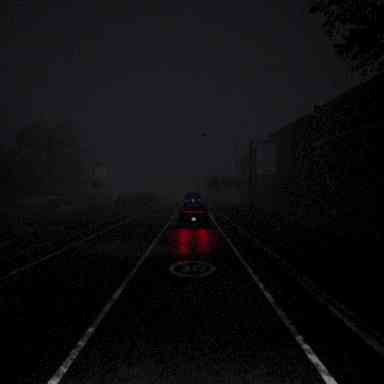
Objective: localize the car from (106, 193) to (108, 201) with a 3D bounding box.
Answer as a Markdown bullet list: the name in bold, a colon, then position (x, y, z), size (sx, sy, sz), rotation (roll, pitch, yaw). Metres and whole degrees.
- **car**: position (-21.896, 1.360, 73.576), size (5.008, 1.535, 2.097), rotation (0, 0, 0)

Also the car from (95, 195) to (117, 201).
- **car**: position (-21.907, 1.427, 84.715), size (5.008, 1.535, 2.097), rotation (0, 0, 0)

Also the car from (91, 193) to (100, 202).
- **car**: position (-21.896, 1.369, 68.004), size (4.674, 1.452, 2.002), rotation (0, 0, 0)

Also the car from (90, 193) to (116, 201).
- **car**: position (-21.881, 1.156, 81.930), size (5.566, 2.045, 2.435), rotation (0, 0, 0)

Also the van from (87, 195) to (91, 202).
- **van**: position (-22.013, 1.073, 62.433), size (4.442, 1.987, 1.878), rotation (0, 0, 0)

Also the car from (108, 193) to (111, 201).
- **car**: position (-21.875, 1.405, 76.360), size (4.792, 1.488, 2.163), rotation (0, 0, 0)

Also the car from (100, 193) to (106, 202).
- **car**: position (-21.714, 1.341, 70.789), size (5.366, 1.575, 1.946), rotation (0, 0, 0)

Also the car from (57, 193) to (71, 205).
- **car**: position (-21.908, 1.265, 51.296), size (5.008, 1.535, 2.097), rotation (0, 0, 0)

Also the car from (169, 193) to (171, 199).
- **car**: position (-8.830, 1.444, 87.719), size (5.008, 1.535, 2.097), rotation (0, 0, 0)

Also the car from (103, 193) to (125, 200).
- **car**: position (-21.891, 1.241, 92.947), size (5.566, 2.045, 2.435), rotation (0, 0, 0)

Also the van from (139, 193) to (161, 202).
- **van**: position (-8.936, 1.116, 70.900), size (4.442, 1.987, 1.878), rotation (0, 0, 0)

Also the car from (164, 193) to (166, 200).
- **car**: position (-8.817, 1.357, 73.703), size (5.008, 1.535, 2.097), rotation (0, 0, 0)

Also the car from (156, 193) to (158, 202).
- **car**: position (-8.825, 1.273, 56.883), size (4.892, 1.521, 2.231), rotation (0, 0, 0)

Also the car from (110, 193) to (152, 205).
- **car**: position (-8.820, 1.263, 48.478), size (4.892, 1.521, 2.231), rotation (0, 0, 0)

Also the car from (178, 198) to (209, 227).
- **car**: position (0.109, 1.391, 22.115), size (2.128, 1.511, 4.902), rotation (0, 0, 0)

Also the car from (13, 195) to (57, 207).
- **car**: position (-21.903, 1.268, 45.728), size (5.008, 1.535, 2.097), rotation (0, 0, 0)

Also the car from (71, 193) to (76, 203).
- **car**: position (-21.902, 1.309, 54.083), size (4.674, 1.452, 2.002), rotation (0, 0, 0)

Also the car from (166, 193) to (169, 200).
- **car**: position (-8.853, 1.121, 76.508), size (5.566, 2.045, 2.435), rotation (0, 0, 0)

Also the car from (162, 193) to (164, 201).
- **car**: position (-8.813, 1.327, 68.097), size (4.892, 1.521, 2.231), rotation (0, 0, 0)

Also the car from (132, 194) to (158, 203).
- **car**: position (-8.785, 1.170, 62.489), size (4.553, 1.767, 2.185), rotation (0, 0, 0)

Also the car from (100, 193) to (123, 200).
- **car**: position (-21.888, 1.218, 90.285), size (5.566, 2.045, 2.435), rotation (0, -1, 0)

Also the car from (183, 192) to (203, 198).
- **car**: position (0.119, 1.043, 40.211), size (2.150, 2.045, 5.566), rotation (0, 1, 0)

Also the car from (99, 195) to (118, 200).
- **car**: position (-21.912, 1.486, 87.375), size (4.674, 1.452, 2.002), rotation (0, 0, 0)

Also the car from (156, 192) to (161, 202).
- **car**: position (-8.846, 1.033, 59.689), size (5.566, 2.045, 2.435), rotation (0, 0, 0)

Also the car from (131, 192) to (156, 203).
- **car**: position (-8.851, 1.011, 51.279), size (5.566, 2.045, 2.435), rotation (0, 0, 0)

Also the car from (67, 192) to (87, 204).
- **car**: position (-21.866, 1.161, 59.652), size (4.553, 1.767, 2.185), rotation (0, 0, 0)
